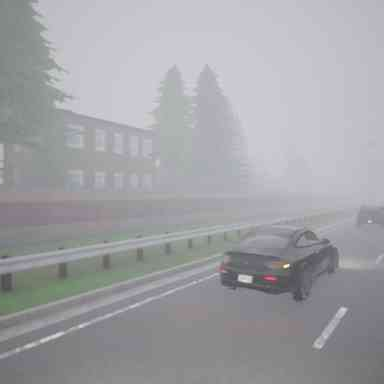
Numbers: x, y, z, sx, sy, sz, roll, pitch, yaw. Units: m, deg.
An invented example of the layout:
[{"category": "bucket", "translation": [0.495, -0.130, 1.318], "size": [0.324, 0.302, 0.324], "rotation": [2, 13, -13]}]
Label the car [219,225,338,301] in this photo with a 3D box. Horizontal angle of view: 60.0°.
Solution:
[{"category": "car", "translation": [2.388, 1.588, 8.561], "size": [1.812, 1.442, 4.674], "rotation": [0, 0, 35]}]

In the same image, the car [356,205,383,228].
[{"category": "car", "translation": [13.024, 1.677, 23.737], "size": [1.837, 1.490, 4.892], "rotation": [0, -1, 35]}]
